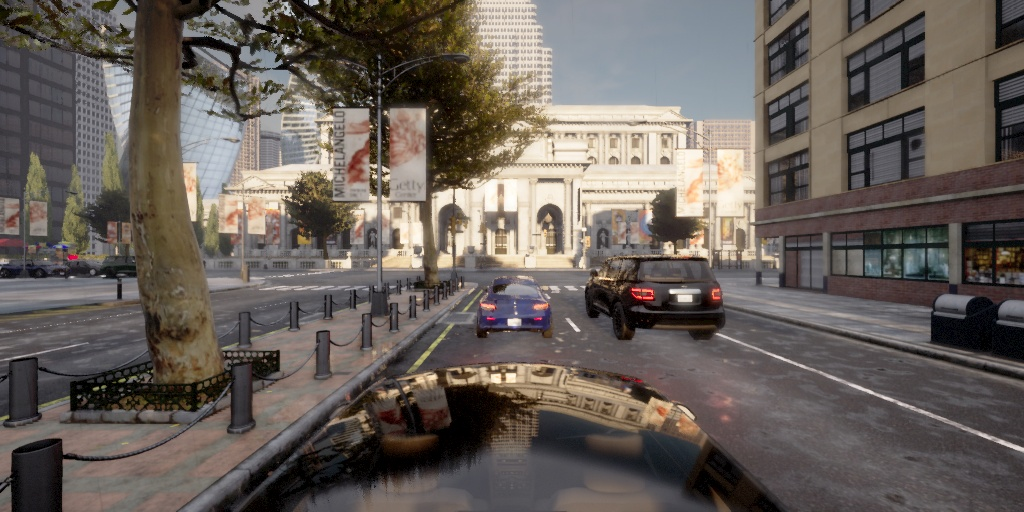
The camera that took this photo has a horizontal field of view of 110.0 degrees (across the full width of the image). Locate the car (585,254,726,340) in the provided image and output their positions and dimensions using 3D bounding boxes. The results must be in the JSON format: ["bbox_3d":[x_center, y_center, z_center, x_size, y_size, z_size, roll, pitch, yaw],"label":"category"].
[{"bbox_3d":[3.580,0.971,10.099,2.150,2.045,5.566,0,0,0],"label":"car"}]

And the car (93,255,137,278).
[{"bbox_3d":[-35.664,0.971,34.155,5.566,2.045,2.150,0,0,0],"label":"car"}]

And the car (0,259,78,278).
[{"bbox_3d":[-45.075,1.102,34.076,4.553,1.767,2.097,0,0,-2],"label":"car"}]

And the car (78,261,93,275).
[{"bbox_3d":[-44.446,1.255,37.599,4.892,1.490,1.837,0,0,-1],"label":"car"}]

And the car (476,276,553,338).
[{"bbox_3d":[0.074,1.276,10.089,1.812,1.442,4.674,0,0,0],"label":"car"}]
